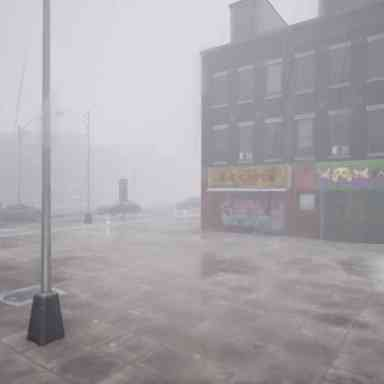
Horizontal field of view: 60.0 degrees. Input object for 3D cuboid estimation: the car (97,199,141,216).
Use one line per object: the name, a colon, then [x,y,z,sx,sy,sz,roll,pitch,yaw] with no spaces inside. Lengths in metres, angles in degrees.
car: [-6.881,1.432,31.801,1.812,1.442,4.674,0,0,35]

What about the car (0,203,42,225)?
car: [-12.752,1.508,23.489,1.994,1.385,4.181,0,0,36]

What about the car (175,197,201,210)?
car: [-0.107,1.368,41.368,1.837,1.490,4.892,0,1,35]
